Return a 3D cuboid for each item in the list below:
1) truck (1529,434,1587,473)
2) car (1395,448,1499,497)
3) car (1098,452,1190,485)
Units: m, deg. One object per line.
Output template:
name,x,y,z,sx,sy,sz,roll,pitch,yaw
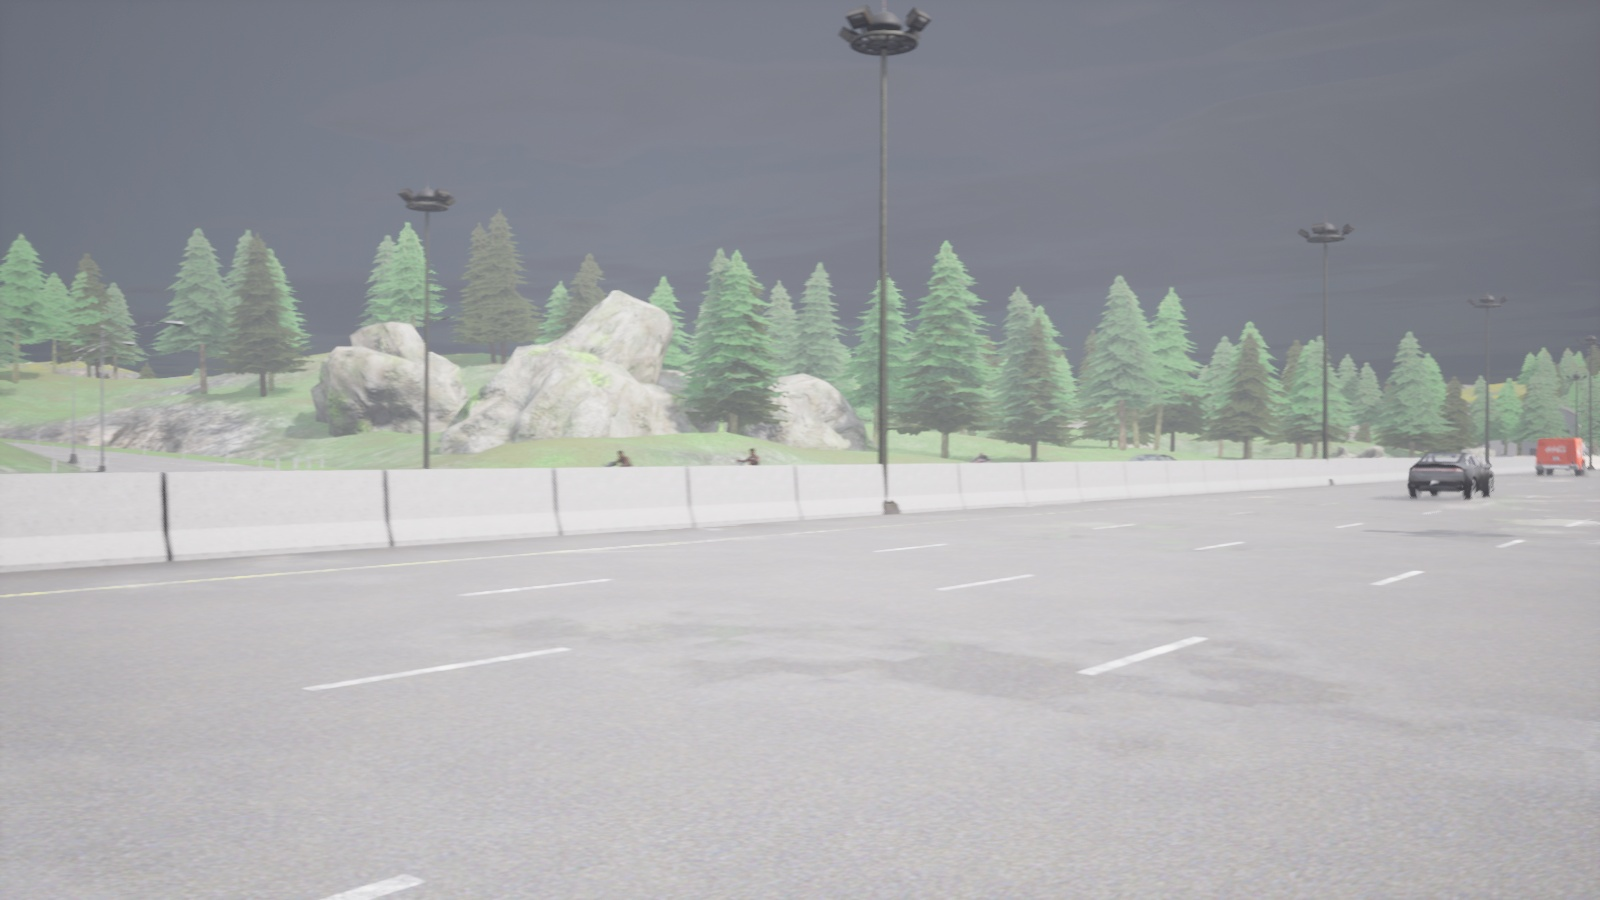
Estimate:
truck,50.208,0.219,83.077,2.627,2.467,5.204,0,0,39
car,21.274,0.689,41.193,2.128,1.511,4.902,0,0,39
car,15.515,0.806,56.424,2.033,1.411,5.357,0,0,39
